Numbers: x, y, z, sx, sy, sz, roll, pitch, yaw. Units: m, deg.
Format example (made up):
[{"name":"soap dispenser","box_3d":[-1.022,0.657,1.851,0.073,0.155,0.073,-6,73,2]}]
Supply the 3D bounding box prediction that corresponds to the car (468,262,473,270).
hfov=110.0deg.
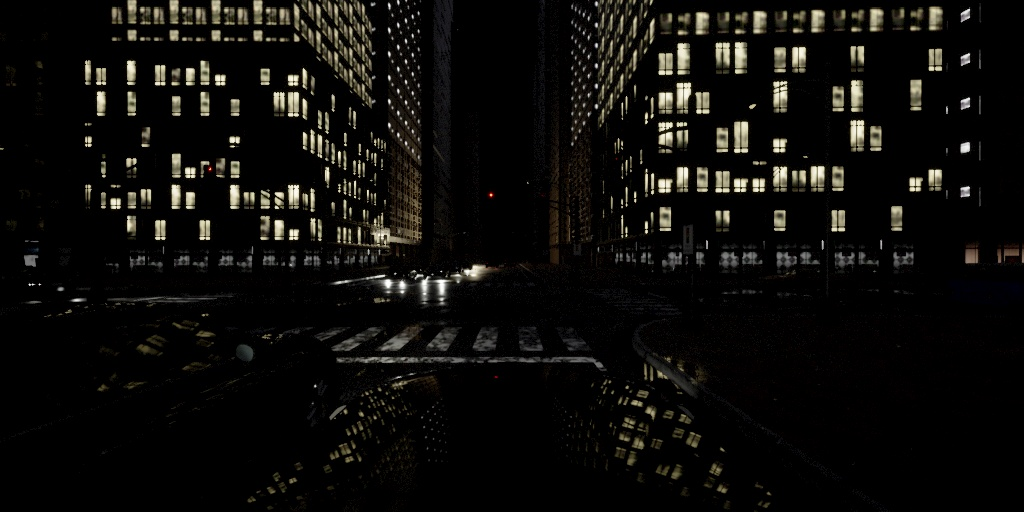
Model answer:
[{"name":"car","box_3d":[-6.917,1.390,52.807,1.994,1.385,4.181,0,0,0]}]

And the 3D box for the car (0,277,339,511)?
[{"name":"car","box_3d":[-3.155,1.102,2.560,2.097,1.767,4.553,0,0,0]}]

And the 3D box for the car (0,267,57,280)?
[{"name":"car","box_3d":[-23.089,1.250,16.389,4.902,1.511,2.128,0,0,0]}]

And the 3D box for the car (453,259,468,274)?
[{"name":"car","box_3d":[-6.864,1.277,42.828,1.882,1.535,5.008,0,0,0]}]

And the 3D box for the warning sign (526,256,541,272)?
[{"name":"warning sign","box_3d":[2.598,0.910,40.836,1.300,1.860,1.060,0,0,0]}]

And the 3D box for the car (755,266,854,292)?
[{"name":"car","box_3d":[16.964,1.293,20.942,4.829,1.417,1.751,0,0,2]}]

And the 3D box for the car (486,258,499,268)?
[{"name":"car","box_3d":[-3.545,1.214,63.651,2.097,1.767,4.553,0,0,-1]}]

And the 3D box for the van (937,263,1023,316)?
[{"name":"van","box_3d":[18.288,1.119,12.779,3.998,1.789,1.690,0,0,2]}]

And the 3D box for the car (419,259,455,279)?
[{"name":"car","box_3d":[-6.800,1.305,32.955,1.812,1.442,4.674,0,0,0]}]

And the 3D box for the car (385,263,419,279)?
[{"name":"car","box_3d":[-10.051,1.343,32.798,1.994,1.385,4.181,0,0,0]}]

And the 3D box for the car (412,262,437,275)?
[{"name":"car","box_3d":[-10.100,1.361,41.707,1.994,1.385,4.181,0,0,0]}]

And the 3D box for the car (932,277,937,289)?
[{"name":"car","box_3d":[26.802,1.357,20.522,4.207,1.307,1.802,0,0,2]}]

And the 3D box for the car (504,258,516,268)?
[{"name":"car","box_3d":[-0.401,1.426,63.832,1.994,1.385,4.181,0,0,0]}]
